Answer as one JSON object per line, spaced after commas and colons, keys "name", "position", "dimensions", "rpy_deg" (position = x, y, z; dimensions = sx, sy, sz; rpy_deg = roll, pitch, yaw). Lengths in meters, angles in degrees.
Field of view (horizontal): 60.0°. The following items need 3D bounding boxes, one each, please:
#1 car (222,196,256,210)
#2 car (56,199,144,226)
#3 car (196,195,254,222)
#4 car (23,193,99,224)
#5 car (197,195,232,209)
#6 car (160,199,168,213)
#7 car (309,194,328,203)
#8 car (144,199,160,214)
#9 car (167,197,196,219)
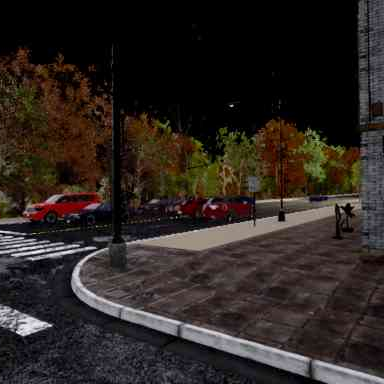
{"name": "car", "position": [5.493, 1.180, 38.457], "dimensions": [1.812, 1.442, 4.674], "rpy_deg": [-1, 0, 36]}
{"name": "car", "position": [-6.092, 1.402, 22.704], "dimensions": [2.033, 1.411, 5.357], "rpy_deg": [-1, 0, 36]}
{"name": "car", "position": [2.662, 1.058, 23.311], "dimensions": [2.097, 1.767, 4.553], "rpy_deg": [-1, 0, 36]}
{"name": "car", "position": [-9.133, 1.127, 24.059], "dimensions": [2.150, 2.045, 5.566], "rpy_deg": [-1, 0, 36]}
{"name": "car", "position": [2.760, 1.204, 40.218], "dimensions": [1.837, 1.490, 4.892], "rpy_deg": [-1, 0, 37]}
{"name": "car", "position": [-0.376, 1.260, 30.483], "dimensions": [1.837, 1.490, 4.892], "rpy_deg": [-1, 0, 36]}
{"name": "car", "position": [20.003, 1.005, 52.382], "dimensions": [1.895, 1.301, 4.718], "rpy_deg": [-1, 0, 36]}
{"name": "car", "position": [-3.056, 1.348, 32.315], "dimensions": [2.033, 1.411, 5.357], "rpy_deg": [-1, 0, 37]}
{"name": "car", "position": [0.480, 1.268, 25.823], "dimensions": [1.812, 1.442, 4.674], "rpy_deg": [-1, 0, 36]}
